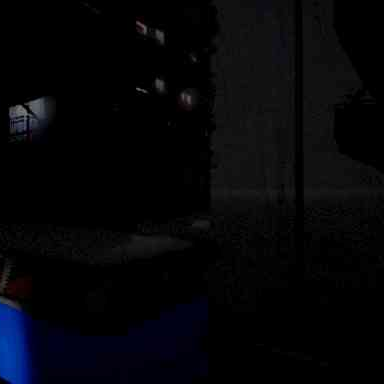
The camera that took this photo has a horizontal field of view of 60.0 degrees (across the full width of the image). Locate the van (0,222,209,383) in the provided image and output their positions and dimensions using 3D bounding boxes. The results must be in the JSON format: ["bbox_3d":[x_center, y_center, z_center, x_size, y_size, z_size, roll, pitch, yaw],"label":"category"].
[{"bbox_3d":[-1.723,1.335,4.106,3.998,1.788,1.690,0,0,36],"label":"van"}]
